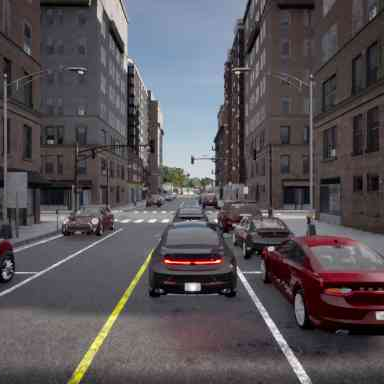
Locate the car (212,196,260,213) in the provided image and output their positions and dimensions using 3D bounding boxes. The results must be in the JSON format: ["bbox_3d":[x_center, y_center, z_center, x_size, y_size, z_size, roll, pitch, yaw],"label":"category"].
[{"bbox_3d":[2.516,1.315,18.113,2.192,1.841,5.009,0,0,0],"label":"car"}]

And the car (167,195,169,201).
[{"bbox_3d":[-5.837,1.548,61.623,2.008,1.369,4.403,0,0,0],"label":"car"}]

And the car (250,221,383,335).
[{"bbox_3d":[2.594,1.545,6.749,1.887,1.381,4.507,0,0,0],"label":"car"}]

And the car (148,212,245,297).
[{"bbox_3d":[0.013,1.505,8.570,1.837,1.490,4.892,0,0,0],"label":"car"}]

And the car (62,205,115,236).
[{"bbox_3d":[-5.509,1.440,18.057,1.967,1.590,4.097,0,0,0],"label":"car"}]

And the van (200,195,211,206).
[{"bbox_3d":[2.307,1.339,56.176,1.690,1.788,3.998,0,0,0],"label":"van"}]

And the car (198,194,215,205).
[{"bbox_3d":[2.392,1.314,45.169,2.192,1.841,5.009,0,0,0],"label":"car"}]

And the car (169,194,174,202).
[{"bbox_3d":[-5.944,1.541,78.134,1.887,1.381,4.507,0,0,0],"label":"car"}]

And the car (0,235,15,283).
[{"bbox_3d":[-5.431,1.440,6.693,1.967,1.590,4.097,0,0,0],"label":"car"}]

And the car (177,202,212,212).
[{"bbox_3d":[-0.060,1.505,17.986,1.837,1.490,4.892,0,0,0],"label":"car"}]

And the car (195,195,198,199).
[{"bbox_3d":[2.265,1.313,61.680,2.192,1.841,5.009,0,0,0],"label":"car"}]

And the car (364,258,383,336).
[{"bbox_3d":[2.634,1.440,1.067,1.967,1.590,4.097,0,0,0],"label":"car"}]

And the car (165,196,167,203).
[{"bbox_3d":[-5.801,1.564,56.119,1.947,1.339,4.313,0,0,0],"label":"car"}]

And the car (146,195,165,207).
[{"bbox_3d":[-5.765,1.314,50.615,2.192,1.841,5.009,0,0,0],"label":"car"}]

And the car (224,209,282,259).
[{"bbox_3d":[2.555,1.551,12.431,2.008,1.369,4.403,0,0,0],"label":"car"}]
